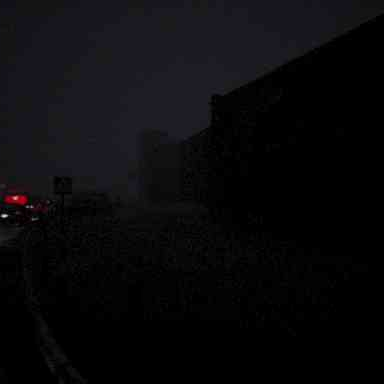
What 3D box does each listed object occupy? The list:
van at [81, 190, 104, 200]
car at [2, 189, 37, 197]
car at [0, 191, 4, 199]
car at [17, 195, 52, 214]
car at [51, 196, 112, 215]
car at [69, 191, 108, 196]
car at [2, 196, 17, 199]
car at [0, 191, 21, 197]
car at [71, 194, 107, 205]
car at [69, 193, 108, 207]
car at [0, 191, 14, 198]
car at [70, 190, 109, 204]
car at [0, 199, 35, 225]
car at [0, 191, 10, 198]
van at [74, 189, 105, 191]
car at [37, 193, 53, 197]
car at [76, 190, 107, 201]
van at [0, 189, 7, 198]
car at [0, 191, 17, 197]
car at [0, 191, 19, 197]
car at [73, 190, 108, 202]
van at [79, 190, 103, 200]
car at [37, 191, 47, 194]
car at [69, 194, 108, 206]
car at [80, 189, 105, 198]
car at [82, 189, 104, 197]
[{"bbox_3d":[-20.719,0.537,69.370,4.442,1.987,1.878,1,1,-16],"label":"van"},{"bbox_3d":[-20.331,0.831,39.475,2.150,2.045,5.566,1,1,-16],"label":"car"},{"bbox_3d":[-41.443,0.551,68.033,4.892,1.521,2.231,1,0,-16],"label":"car"},{"bbox_3d":[-15.043,1.300,31.939,1.994,1.385,4.181,1,0,-16],"label":"car"},{"bbox_3d":[-9.501,1.319,29.348,4.792,1.488,2.163,1,0,-16],"label":"car"},{"bbox_3d":[-10.927,1.117,34.592,4.553,1.767,2.185,1,0,-16],"label":"car"},{"bbox_3d":[-17.566,1.323,29.822,1.895,1.301,4.718,1,0,-15],"label":"car"},{"bbox_3d":[-45.986,0.432,83.940,4.674,1.452,2.002,1,0,-16],"label":"car"},{"bbox_3d":[-14.752,1.061,47.958,4.892,1.521,2.231,1,1,-16],"label":"car"},{"bbox_3d":[-13.208,1.014,42.617,4.553,1.767,2.185,1,1,-16],"label":"car"},{"bbox_3d":[-43.894,0.462,75.936,5.366,1.575,1.946,1,0,-16],"label":"car"},{"bbox_3d":[-15.486,0.768,50.634,5.566,2.045,2.435,1,1,-16],"label":"car"},{"bbox_3d":[-11.906,1.390,21.991,1.994,1.385,4.181,1,0,-18],"label":"car"},{"bbox_3d":[-42.958,0.533,73.335,4.674,1.452,2.002,1,0,-16],"label":"car"},{"bbox_3d":[-11.863,0.985,37.347,4.442,1.987,1.878,1,1,-16],"label":"van"},{"bbox_3d":[-18.069,1.167,42.427,1.994,1.385,4.181,1,1,-15],"label":"car"},{"bbox_3d":[-19.285,0.579,64.000,5.566,2.045,2.435,1,1,-16],"label":"car"},{"bbox_3d":[-42.123,0.296,70.833,4.442,1.987,1.878,1,0,-16],"label":"van"},{"bbox_3d":[-44.465,0.442,78.639,4.892,1.521,2.231,1,0,-16],"label":"car"},{"bbox_3d":[-45.256,0.445,81.282,4.792,1.488,2.163,1,0,-16],"label":"car"},{"bbox_3d":[-17.095,0.688,56.086,5.566,2.045,2.435,1,1,-16],"label":"car"},{"bbox_3d":[-20.185,0.567,66.635,4.442,1.987,1.878,1,1,-16],"label":"van"},{"bbox_3d":[-23.012,0.975,48.797,1.837,1.490,4.892,1,1,-16],"label":"car"},{"bbox_3d":[-14.038,1.097,45.402,5.008,1.535,2.097,1,1,-16],"label":"car"},{"bbox_3d":[-23.897,0.386,80.024,5.566,2.045,2.435,1,0,-16],"label":"car"},{"bbox_3d":[-26.176,0.306,88.041,5.566,2.045,2.435,1,0,-16],"label":"car"}]
